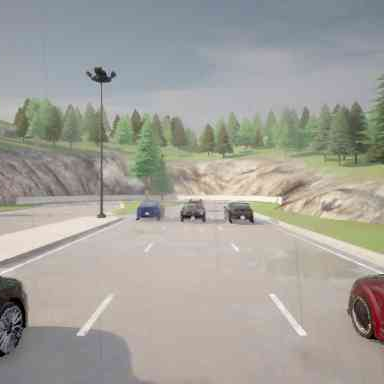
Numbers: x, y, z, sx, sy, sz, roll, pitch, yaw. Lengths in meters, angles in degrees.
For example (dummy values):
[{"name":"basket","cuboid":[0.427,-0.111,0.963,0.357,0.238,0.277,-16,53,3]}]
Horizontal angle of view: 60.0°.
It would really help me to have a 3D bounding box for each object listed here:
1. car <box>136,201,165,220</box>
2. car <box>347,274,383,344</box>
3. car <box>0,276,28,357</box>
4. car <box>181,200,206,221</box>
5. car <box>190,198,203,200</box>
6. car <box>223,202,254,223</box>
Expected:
[{"name":"car","cuboid":[-3.404,1.477,27.912,1.882,1.535,5.008,0,0,0]},{"name":"car","cuboid":[3.597,1.563,3.899,1.994,1.385,4.181,0,0,0]},{"name":"car","cuboid":[-3.403,1.490,3.120,2.128,1.511,4.902,0,0,0]},{"name":"car","cuboid":[0.090,1.601,26.737,1.895,1.301,4.718,0,0,0]},{"name":"car","cuboid":[0.578,1.491,40.257,2.128,1.511,4.902,0,0,6]},{"name":"car","cuboid":[3.584,1.506,25.835,1.837,1.490,4.892,0,0,0]}]
